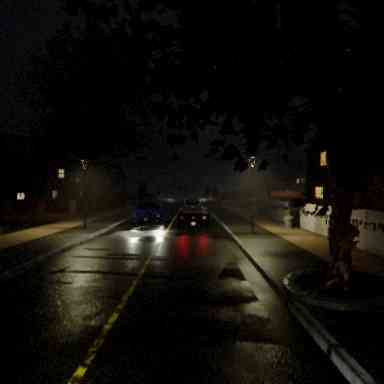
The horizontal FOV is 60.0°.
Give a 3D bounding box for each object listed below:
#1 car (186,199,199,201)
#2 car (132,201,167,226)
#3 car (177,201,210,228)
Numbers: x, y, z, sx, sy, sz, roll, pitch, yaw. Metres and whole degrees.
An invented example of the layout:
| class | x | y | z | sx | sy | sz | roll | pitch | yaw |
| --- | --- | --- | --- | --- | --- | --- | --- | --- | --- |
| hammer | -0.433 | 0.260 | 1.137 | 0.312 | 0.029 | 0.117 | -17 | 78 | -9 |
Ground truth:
| class | x | y | z | sx | sy | sz | roll | pitch | yaw |
| --- | --- | --- | --- | --- | --- | --- | --- | --- | --- |
| car | 0.063 | 1.392 | 34.764 | 1.994 | 1.385 | 4.181 | 0 | 0 | -1 |
| car | -2.776 | 1.356 | 22.319 | 1.882 | 1.535 | 5.008 | 0 | 0 | 0 |
| car | 0.076 | 1.486 | 20.983 | 1.895 | 1.301 | 4.718 | 0 | 0 | 0 |
